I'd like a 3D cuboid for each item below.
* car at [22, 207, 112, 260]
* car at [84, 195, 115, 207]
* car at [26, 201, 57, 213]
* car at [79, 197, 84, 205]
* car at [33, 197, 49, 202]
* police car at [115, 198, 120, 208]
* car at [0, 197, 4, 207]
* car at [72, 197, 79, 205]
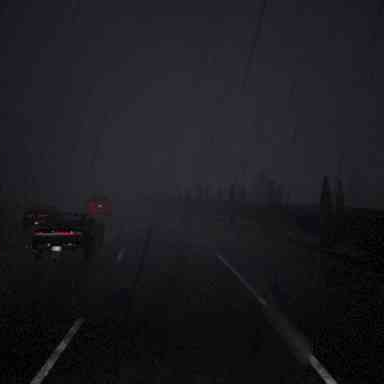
[{"bbox_3d":[-4.531,1.542,12.731,2.128,1.511,4.902,0,0,-8],"label":"car"},{"bbox_3d":[-8.879,1.342,31.643,2.150,2.045,5.566,0,0,-18],"label":"car"},{"bbox_3d":[-9.844,1.596,22.168,1.837,1.490,4.892,0,0,-13],"label":"car"},{"bbox_3d":[-18.417,1.711,60.766,1.882,1.535,5.008,0,0,-35],"label":"car"},{"bbox_3d":[-36.255,1.770,79.434,4.718,1.301,1.895,0,0,41],"label":"car"},{"bbox_3d":[-12.664,1.619,51.539,1.930,1.638,5.238,0,0,-29],"label":"police car"},{"bbox_3d":[-32.819,1.590,54.811,2.097,1.767,4.553,0,0,-36],"label":"car"},{"bbox_3d":[-22.341,1.762,66.062,1.837,1.490,4.892,0,0,-38],"label":"car"}]
